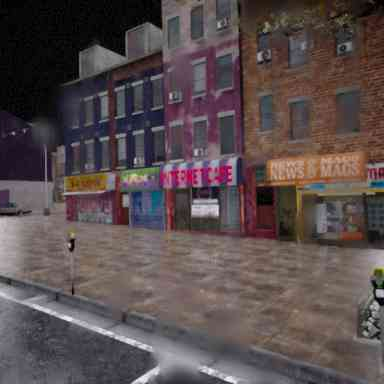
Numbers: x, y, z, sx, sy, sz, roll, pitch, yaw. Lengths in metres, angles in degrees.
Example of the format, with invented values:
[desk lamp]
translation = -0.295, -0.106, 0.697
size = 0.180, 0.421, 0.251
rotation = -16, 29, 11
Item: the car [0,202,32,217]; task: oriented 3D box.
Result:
[car]
translation = -17.513, 1.611, 30.206
size = 2.033, 1.411, 5.357
rotation = -2, -1, 39
